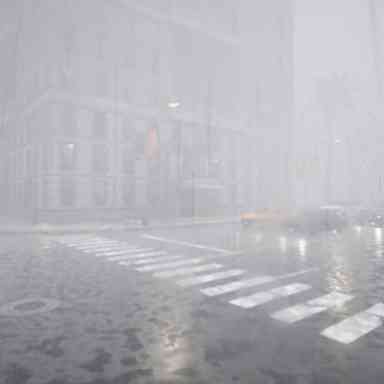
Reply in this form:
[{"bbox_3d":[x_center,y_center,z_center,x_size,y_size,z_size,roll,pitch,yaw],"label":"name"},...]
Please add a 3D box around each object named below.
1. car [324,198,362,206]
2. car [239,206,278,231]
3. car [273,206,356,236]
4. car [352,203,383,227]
[{"bbox_3d":[13.275,1.601,29.606,5.566,2.045,2.150,1,-1,-39],"label":"car"},{"bbox_3d":[5.416,1.747,23.134,5.008,1.535,1.882,1,-1,-40],"label":"car"},{"bbox_3d":[7.633,1.801,20.430,5.357,1.411,2.033,1,-1,-40],"label":"car"},{"bbox_3d":[14.915,1.882,26.419,4.674,1.442,1.812,1,-1,-39],"label":"car"}]
